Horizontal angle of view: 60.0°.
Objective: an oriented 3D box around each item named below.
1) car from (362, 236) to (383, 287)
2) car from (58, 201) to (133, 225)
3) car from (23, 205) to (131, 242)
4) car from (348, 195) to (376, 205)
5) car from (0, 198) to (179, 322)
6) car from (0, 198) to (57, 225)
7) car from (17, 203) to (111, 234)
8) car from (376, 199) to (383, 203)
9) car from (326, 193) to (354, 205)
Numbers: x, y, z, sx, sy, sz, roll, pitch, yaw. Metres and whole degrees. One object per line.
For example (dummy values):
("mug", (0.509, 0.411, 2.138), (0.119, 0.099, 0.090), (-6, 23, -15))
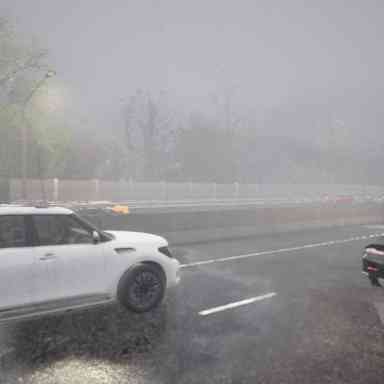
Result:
("car", (6.042, 1.484, 8.049), (4.902, 1.511, 2.128), (0, 0, -35))
("car", (-7.100, 1.474, 24.716), (5.008, 1.535, 1.882), (0, 0, -35))
("car", (-5.800, 1.502, 17.048), (4.892, 1.490, 1.837), (0, 0, -35))
("car", (24.708, 1.497, 47.326), (4.892, 1.490, 1.837), (0, 0, -35))
("car", (-2.917, 1.221, 5.967), (5.566, 2.045, 2.150), (0, 0, -35))
("car", (-12.538, 1.352, 24.349), (4.553, 1.767, 2.097), (0, 0, -38))
("car", (-7.634, 1.489, 20.039), (4.902, 1.511, 2.128), (0, 0, -35))
("car", (27.169, 1.555, 44.784), (4.181, 1.385, 1.994), (0, 0, -35))
("car", (22.464, 1.212, 50.020), (5.566, 2.045, 2.150), (0, 0, -35))
